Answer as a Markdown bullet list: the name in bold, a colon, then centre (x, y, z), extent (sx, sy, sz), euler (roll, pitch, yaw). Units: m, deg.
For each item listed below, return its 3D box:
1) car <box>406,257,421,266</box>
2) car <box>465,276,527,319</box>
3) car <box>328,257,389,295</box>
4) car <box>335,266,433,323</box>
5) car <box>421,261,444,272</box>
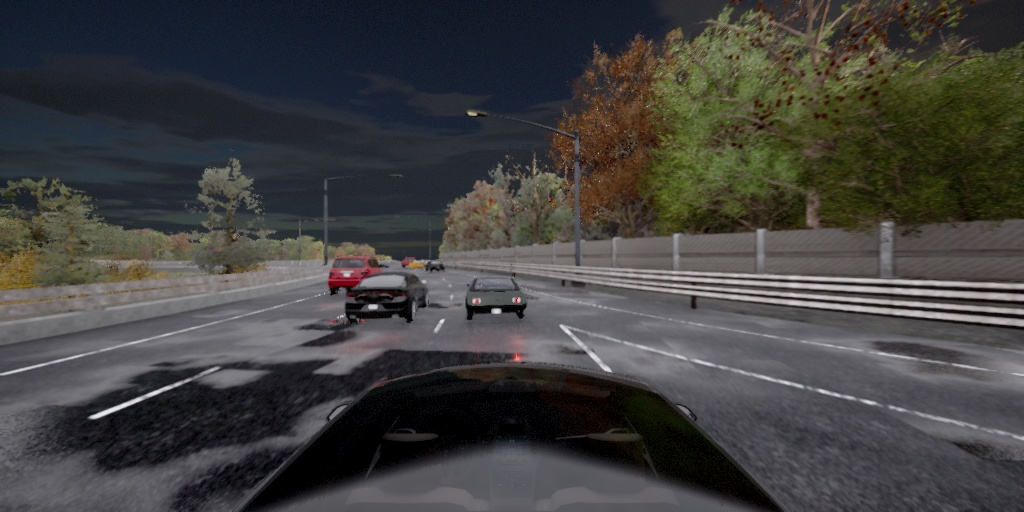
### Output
- **car**: centre (-15.847, 1.425, 59.565), extent (1.882, 1.535, 5.008), euler (0, 0, -26)
- **car**: centre (-0.699, 1.376, 12.980), extent (1.895, 1.301, 4.718), euler (0, 0, -6)
- **car**: centre (-8.812, 1.057, 20.737), extent (2.150, 2.045, 5.566), euler (0, 0, -10)
- **car**: centre (-4.107, 1.271, 12.433), extent (1.882, 1.535, 5.008), euler (0, 0, -6)
- **car**: centre (-10.538, 1.374, 48.604), extent (1.882, 1.535, 5.008), euler (0, 0, -24)
